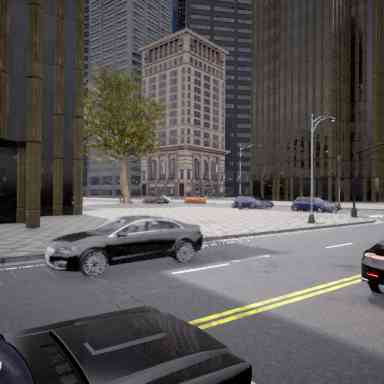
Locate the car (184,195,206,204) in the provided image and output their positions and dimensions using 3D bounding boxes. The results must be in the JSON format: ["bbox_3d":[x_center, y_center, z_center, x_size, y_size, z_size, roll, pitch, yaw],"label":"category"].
[{"bbox_3d":[0.541,1.399,64.915,2.097,1.767,4.553,1,-1,-43],"label":"car"}]

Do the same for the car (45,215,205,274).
[{"bbox_3d":[-1.873,1.492,10.325,4.902,1.511,2.128,0,0,-35],"label":"car"}]

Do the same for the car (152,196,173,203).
[{"bbox_3d":[-6.418,1.571,72.102,1.812,1.442,4.674,1,-1,-45],"label":"car"}]

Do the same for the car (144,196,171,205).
[{"bbox_3d":[-5.745,1.514,57.151,1.994,1.385,4.181,1,-1,-42],"label":"car"}]

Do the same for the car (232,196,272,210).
[{"bbox_3d":[7.290,1.306,42.119,2.097,1.767,4.553,1,0,-39],"label":"car"}]

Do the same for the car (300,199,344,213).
[{"bbox_3d":[14.788,1.550,37.973,1.994,1.385,4.181,1,0,-38],"label":"car"}]

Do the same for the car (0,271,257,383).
[{"bbox_3d":[-1.747,1.601,2.195,4.718,1.301,1.895,0,0,-36],"label":"car"}]

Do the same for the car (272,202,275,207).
[{"bbox_3d":[8.929,1.489,45.252,1.837,1.490,4.892,1,0,-40],"label":"car"}]

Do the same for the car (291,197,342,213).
[{"bbox_3d":[12.860,1.305,35.133,2.097,1.767,4.553,1,0,-37],"label":"car"}]

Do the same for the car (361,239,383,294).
[{"bbox_3d":[5.774,1.492,7.556,4.902,1.511,2.128,0,0,-35],"label":"car"}]
